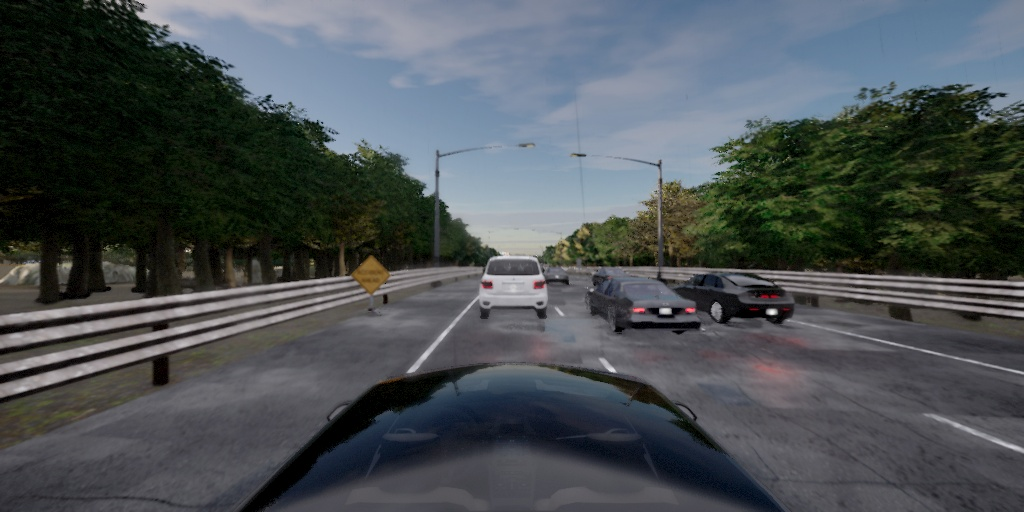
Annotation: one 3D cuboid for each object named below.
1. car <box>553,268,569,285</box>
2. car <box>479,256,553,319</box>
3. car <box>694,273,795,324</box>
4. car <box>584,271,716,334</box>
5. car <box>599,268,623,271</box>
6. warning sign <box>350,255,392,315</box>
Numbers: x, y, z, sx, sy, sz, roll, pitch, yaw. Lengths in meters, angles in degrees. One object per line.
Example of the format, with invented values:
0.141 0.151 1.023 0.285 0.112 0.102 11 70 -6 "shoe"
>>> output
3.570 1.660 30.166 1.994 1.385 4.181 0 -1 0 "car"
0.061 1.026 13.263 2.150 2.045 5.566 0 0 0 "car"
7.052 1.297 12.122 1.837 1.490 4.892 0 -1 0 "car"
3.541 1.329 10.738 2.033 1.411 5.357 0 0 1 "car"
7.042 1.545 25.921 2.033 1.411 5.357 0 -1 1 "car"
-4.551 0.902 11.606 1.300 1.860 1.060 0 0 0 "warning sign"
